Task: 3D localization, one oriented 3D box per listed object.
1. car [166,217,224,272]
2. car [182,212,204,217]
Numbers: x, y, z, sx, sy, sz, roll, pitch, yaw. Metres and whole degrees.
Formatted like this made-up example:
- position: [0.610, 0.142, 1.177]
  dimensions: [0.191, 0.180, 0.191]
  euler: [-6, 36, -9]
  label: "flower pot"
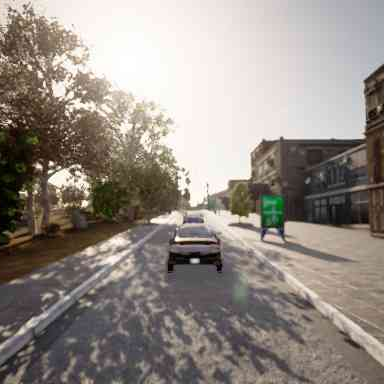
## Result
- position: [0.100, 1.920, 12.379]
  dimensions: [2.128, 1.511, 4.902]
  euler: [0, -2, 0]
  label: "car"
- position: [0.122, 2.462, 29.425]
  dimensions: [1.812, 1.442, 4.674]
  euler: [0, -2, 0]
  label: "car"
